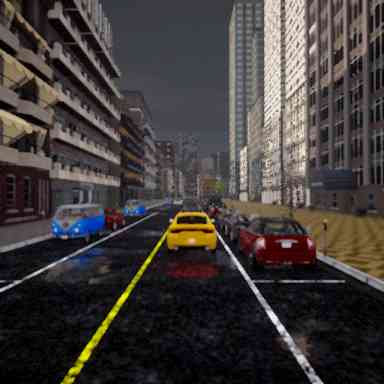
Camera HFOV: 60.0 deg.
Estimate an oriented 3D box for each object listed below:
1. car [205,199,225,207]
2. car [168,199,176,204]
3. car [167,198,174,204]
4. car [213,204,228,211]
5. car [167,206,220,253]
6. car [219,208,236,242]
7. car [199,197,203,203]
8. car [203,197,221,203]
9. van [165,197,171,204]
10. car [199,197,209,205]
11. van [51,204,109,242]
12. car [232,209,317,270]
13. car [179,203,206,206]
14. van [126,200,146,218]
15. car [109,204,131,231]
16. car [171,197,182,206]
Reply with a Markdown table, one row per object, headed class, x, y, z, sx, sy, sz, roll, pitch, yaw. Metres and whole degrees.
| class | x | y | z | sx | sy | sz | roll | pitch | yaw |
| --- | --- | --- | --- | --- | --- | --- | --- | --- | --- |
| car | 2.685 | 1.772 | 33.493 | 1.967 | 1.590 | 4.097 | 0 | -1 | 0 |
| car | -5.715 | 2.562 | 94.238 | 1.947 | 1.339 | 4.313 | 0 | -1 | 0 |
| car | -5.713 | 2.456 | 88.546 | 1.752 | 1.417 | 4.829 | 0 | -1 | 0 |
| car | 2.688 | 1.772 | 22.449 | 2.008 | 1.369 | 4.403 | 0 | -1 | 0 |
| car | 0.002 | 1.621 | 14.492 | 1.882 | 1.535 | 5.008 | 0 | 0 | 0 |
| car | 2.690 | 1.718 | 16.925 | 2.008 | 1.369 | 4.403 | 0 | -1 | 0 |
| car | 2.673 | 2.297 | 72.150 | 2.008 | 1.369 | 4.403 | 0 | -1 | 0 |
| car | 3.094 | 1.704 | 47.263 | 2.150 | 2.045 | 5.566 | 0 | -1 | 0 |
| van | -5.711 | 2.211 | 83.195 | 1.690 | 1.788 | 3.998 | 0 | -1 | 0 |
| car | 2.672 | 2.122 | 77.676 | 2.192 | 1.841 | 5.009 | 0 | -1 | 0 |
| van | -5.691 | 1.509 | 16.926 | 1.690 | 1.788 | 3.998 | 0 | -1 | 0 |
| car | 2.691 | 1.553 | 11.403 | 1.967 | 1.590 | 4.097 | 0 | -1 | 0 |
| car | -0.006 | 1.889 | 29.119 | 1.895 | 1.301 | 4.718 | 0 | -1 | 0 |
| van | -5.696 | 1.674 | 33.493 | 1.690 | 1.788 | 3.998 | 0 | -1 | 0 |
| car | -5.693 | 1.767 | 22.446 | 1.887 | 1.381 | 4.507 | 0 | -1 | 0 |
| car | -3.019 | 2.258 | 71.039 | 1.812 | 1.442 | 4.674 | 0 | -1 | 0 |
